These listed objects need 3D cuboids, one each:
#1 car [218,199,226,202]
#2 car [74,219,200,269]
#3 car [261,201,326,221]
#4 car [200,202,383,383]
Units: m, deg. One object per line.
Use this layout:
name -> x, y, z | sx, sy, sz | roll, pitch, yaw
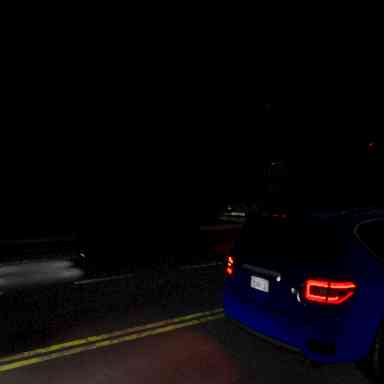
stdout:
car -> 2.782, 1.491, 37.799 | 2.128, 1.511, 4.902 | 0, 0, -31
car -> -1.423, 1.601, 11.237 | 4.718, 1.301, 1.895 | 0, 0, -32
car -> 8.464, 1.547, 28.268 | 2.033, 1.411, 5.357 | 0, 0, -31
car -> 3.083, 1.221, 5.546 | 5.566, 2.045, 2.150 | 0, 0, -33
